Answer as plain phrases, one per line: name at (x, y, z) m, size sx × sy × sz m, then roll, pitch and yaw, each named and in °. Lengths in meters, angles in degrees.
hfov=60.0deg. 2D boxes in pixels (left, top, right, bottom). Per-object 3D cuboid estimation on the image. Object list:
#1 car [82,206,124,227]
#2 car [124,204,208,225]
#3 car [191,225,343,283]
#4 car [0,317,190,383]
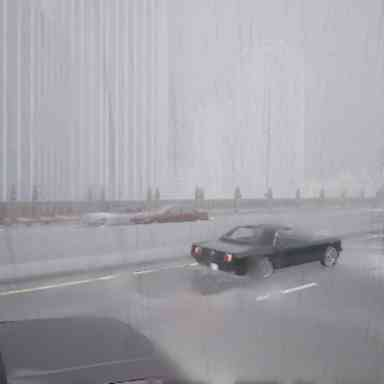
car at (-4.765, 1.615, 22.090) m, size 4.718 × 1.301 × 1.895 m, roll 0°, pitch 0°, yaw -35°
car at (-1.294, 1.495, 20.266) m, size 5.008 × 1.535 × 1.882 m, roll 0°, pitch 0°, yaw -35°
car at (2.378, 1.613, 9.742) m, size 4.718 × 1.301 × 1.895 m, roll 0°, pitch 0°, yaw -36°
car at (-2.541, 1.546, 1.934) m, size 5.357 × 1.411 × 2.033 m, roll 0°, pitch 0°, yaw -35°
